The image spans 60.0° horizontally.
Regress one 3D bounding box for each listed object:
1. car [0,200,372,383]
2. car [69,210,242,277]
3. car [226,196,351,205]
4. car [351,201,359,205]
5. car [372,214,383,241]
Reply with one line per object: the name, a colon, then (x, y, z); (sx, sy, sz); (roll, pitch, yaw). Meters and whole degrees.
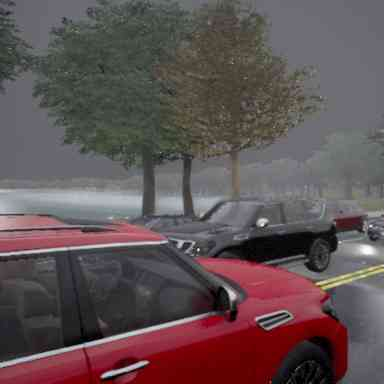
car: (-1.068, 1.208, 2.673); (5.566, 2.045, 2.150); (-1, 1, -36)
car: (-1.003, 1.461, 10.960); (5.357, 1.411, 2.033); (-1, 1, -36)
car: (1.610, 1.145, 8.831); (5.566, 2.045, 2.150); (0, 1, -36)
car: (6.750, 1.193, 16.501); (4.553, 1.767, 2.097); (-1, 1, -35)
car: (9.546, 1.375, 14.509); (4.674, 1.442, 1.812); (0, 1, -35)
